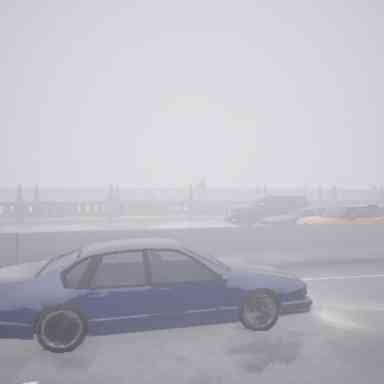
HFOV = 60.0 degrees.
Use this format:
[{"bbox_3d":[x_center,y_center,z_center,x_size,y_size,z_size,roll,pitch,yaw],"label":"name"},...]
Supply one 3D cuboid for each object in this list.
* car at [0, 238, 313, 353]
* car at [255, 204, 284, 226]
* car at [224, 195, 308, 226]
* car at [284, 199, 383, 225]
[{"bbox_3d":[-0.723,1.547,5.779,5.357,1.411,2.033,0,0,-14],"label":"car"},{"bbox_3d":[6.448,1.548,17.995,5.357,1.411,2.033,0,0,-8],"label":"car"},{"bbox_3d":[4.872,1.222,21.280,5.566,2.045,2.150,0,0,-8],"label":"car"},{"bbox_3d":[6.700,1.352,14.443,4.553,1.767,2.097,0,0,-8],"label":"car"}]
